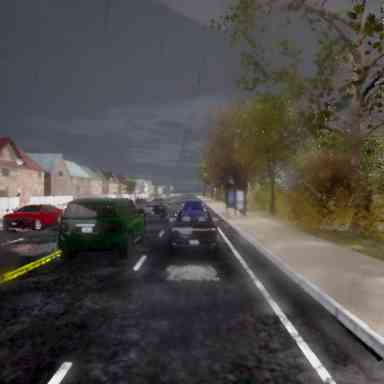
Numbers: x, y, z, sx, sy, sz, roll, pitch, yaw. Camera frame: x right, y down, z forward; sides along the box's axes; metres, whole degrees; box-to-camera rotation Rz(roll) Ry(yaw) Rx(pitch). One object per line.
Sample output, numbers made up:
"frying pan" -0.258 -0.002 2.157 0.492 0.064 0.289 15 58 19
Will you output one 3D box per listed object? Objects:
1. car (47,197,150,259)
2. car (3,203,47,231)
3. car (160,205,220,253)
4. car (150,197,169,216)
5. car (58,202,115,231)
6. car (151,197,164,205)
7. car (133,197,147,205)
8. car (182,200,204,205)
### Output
"car" -3.147 1.226 12.667 2.150 2.045 5.566 0 0 0
"car" -9.843 1.487 20.917 1.882 1.535 5.008 0 0 0
"car" 0.093 1.496 13.666 2.128 1.511 4.902 0 0 0
"car" -3.141 1.505 29.295 2.128 1.511 4.902 0 0 0
"car" -6.592 1.501 21.495 2.128 1.511 4.902 0 0 0
"car" -6.506 1.611 62.492 1.994 1.385 4.181 0 0 1
"car" -9.756 1.611 62.493 1.994 1.385 4.181 0 0 1
"car" 0.109 1.491 30.959 1.882 1.535 5.008 0 0 0
